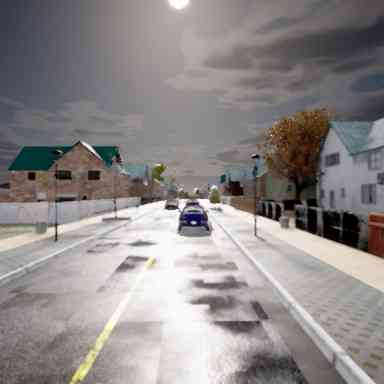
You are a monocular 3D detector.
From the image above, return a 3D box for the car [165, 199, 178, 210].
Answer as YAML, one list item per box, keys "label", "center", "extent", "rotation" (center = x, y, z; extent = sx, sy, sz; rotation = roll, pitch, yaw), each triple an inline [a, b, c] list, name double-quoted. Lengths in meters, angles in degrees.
- label: "car"
  center: [-2.749, 1.710, 46.297]
  extent: [2.033, 1.411, 5.357]
  rotation: [0, 0, 0]

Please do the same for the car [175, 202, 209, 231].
- label: "car"
  center: [0.099, 1.561, 20.964]
  extent: [1.812, 1.442, 4.674]
  rotation: [0, 0, 0]

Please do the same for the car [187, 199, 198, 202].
- label: "car"
  center: [0.101, 1.635, 41.545]
  extent: [1.812, 1.442, 4.674]
  rotation: [0, 0, 0]
